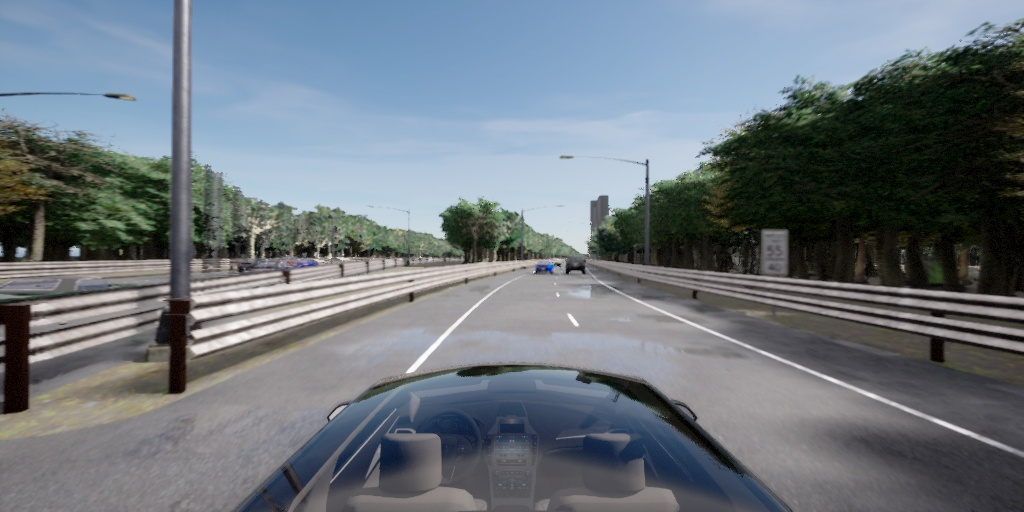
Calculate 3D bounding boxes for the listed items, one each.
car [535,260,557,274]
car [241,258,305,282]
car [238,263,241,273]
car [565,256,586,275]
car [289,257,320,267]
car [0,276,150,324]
[{"bbox_3d":[3.854,1.271,41.988,1.882,1.535,5.008,0,0,10],"label":"car"},{"bbox_3d":[-17.742,1.119,26.929,2.128,1.511,4.902,0,0,-13],"label":"car"},{"bbox_3d":[-27.252,1.050,38.330,1.837,1.490,4.892,0,-1,-11],"label":"car"},{"bbox_3d":[7.204,1.035,40.877,2.150,2.045,5.566,0,0,10],"label":"car"},{"bbox_3d":[-24.604,1.092,43.063,1.812,1.442,4.674,0,0,-11],"label":"car"},{"bbox_3d":[-13.814,1.264,11.187,1.895,1.301,4.718,0,0,-15],"label":"car"}]
